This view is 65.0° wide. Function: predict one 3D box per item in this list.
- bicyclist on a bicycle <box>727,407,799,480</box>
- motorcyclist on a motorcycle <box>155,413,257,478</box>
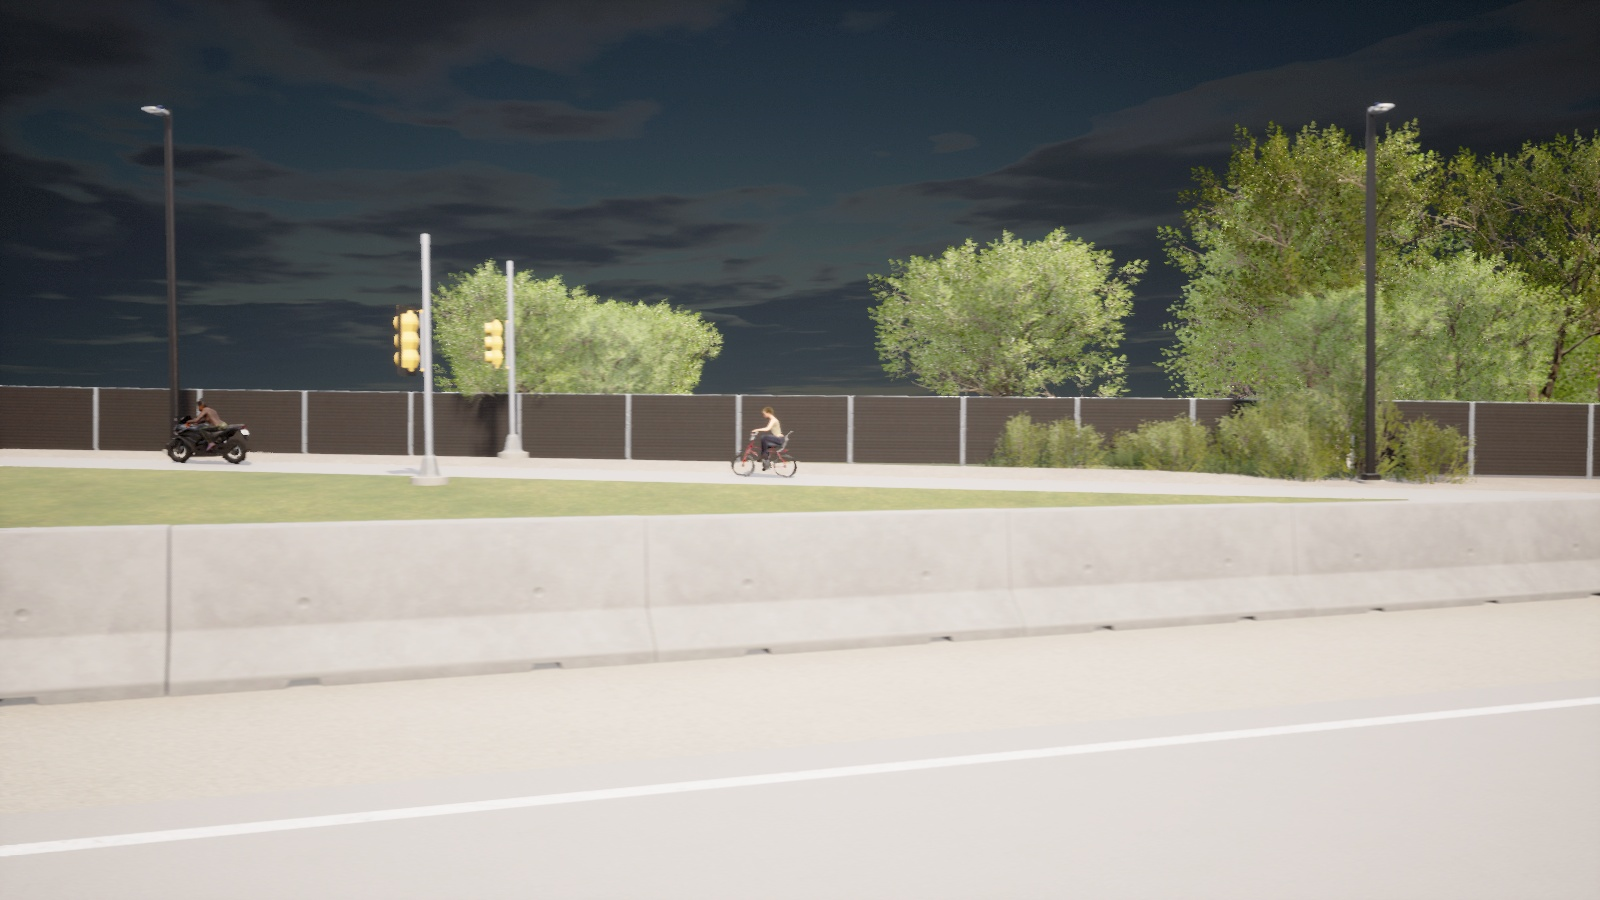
[{"bbox_3d":[-0.828,-0.158,28.435,1.509,1.612,0.866,0,2,6],"label":"bicyclist on a bicycle"},{"bbox_3d":[-14.118,-0.113,29.865,2.044,1.523,0.797,0,2,6],"label":"motorcyclist on a motorcycle"}]
